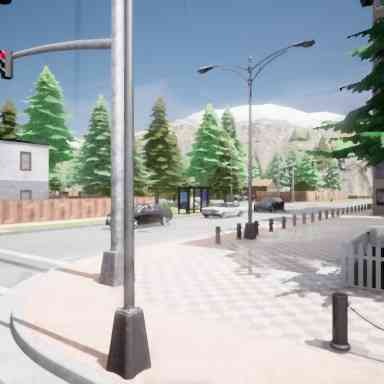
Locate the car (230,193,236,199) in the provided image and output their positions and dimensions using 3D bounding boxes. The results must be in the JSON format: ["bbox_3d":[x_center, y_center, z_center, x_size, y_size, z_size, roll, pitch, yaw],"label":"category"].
[{"bbox_3d":[10.671,1.146,79.154,1.905,1.878,3.866,0,0,36],"label":"car"}]

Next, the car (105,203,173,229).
[{"bbox_3d":[-3.267,1.476,21.264,2.128,1.511,4.902,0,0,37],"label":"car"}]

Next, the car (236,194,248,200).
[{"bbox_3d":[12.935,1.144,77.994,1.932,1.855,4.605,0,0,36],"label":"car"}]

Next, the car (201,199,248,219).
[{"bbox_3d":[2.805,1.586,29.249,1.895,1.301,4.718,0,0,37],"label":"car"}]

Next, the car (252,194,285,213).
[{"bbox_3d":[8.547,1.340,36.766,2.097,1.767,4.553,0,0,38],"label":"car"}]
